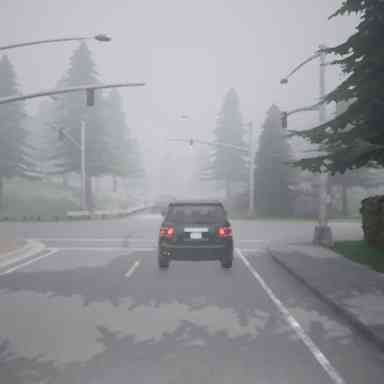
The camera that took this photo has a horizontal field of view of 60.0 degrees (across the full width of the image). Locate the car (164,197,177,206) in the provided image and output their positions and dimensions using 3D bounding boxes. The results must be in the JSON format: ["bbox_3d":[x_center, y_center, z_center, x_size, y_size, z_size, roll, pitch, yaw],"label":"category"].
[{"bbox_3d":[-3.848,1.616,58.071,1.837,1.490,4.892,0,0,-8],"label":"car"}]

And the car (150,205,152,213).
[{"bbox_3d":[-3.577,1.673,37.733,1.895,1.301,4.718,0,0,0],"label":"car"}]

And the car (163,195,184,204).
[{"bbox_3d":[-3.885,1.484,68.405,2.097,1.767,4.553,0,0,-35],"label":"car"}]

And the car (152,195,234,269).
[{"bbox_3d":[0.073,1.242,11.347,2.150,2.045,5.566,0,0,-1],"label":"car"}]
